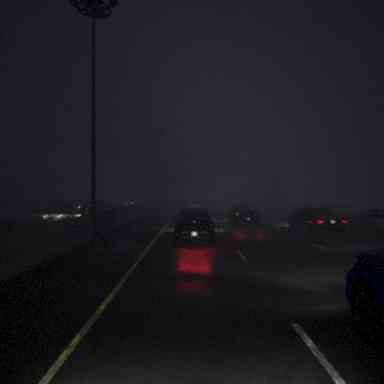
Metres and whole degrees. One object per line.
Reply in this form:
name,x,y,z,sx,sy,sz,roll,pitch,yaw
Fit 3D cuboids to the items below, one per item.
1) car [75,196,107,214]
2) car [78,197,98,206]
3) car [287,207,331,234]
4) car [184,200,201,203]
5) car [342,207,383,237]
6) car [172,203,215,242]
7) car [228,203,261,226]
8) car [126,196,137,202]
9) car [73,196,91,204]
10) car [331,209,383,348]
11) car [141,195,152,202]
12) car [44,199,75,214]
car,-10.592,1.514,35.950,1.837,1.490,4.892,0,0,0
car,-17.523,1.538,56.107,1.812,1.442,4.674,0,0,1
car,7.099,1.551,19.282,2.033,1.411,5.357,0,0,0
car,0.099,1.533,35.728,1.812,1.442,4.674,0,0,0
car,10.600,1.605,19.083,1.895,1.301,4.718,0,0,0
car,0.099,1.508,16.416,1.837,1.490,4.892,0,0,0
car,3.612,1.531,23.423,1.812,1.442,4.674,0,0,0
car,-13.992,1.529,76.896,1.895,1.301,4.718,0,0,0
car,-21.006,1.492,63.607,1.882,1.535,5.008,0,0,0
car,3.600,1.222,3.142,2.150,2.045,5.566,0,0,0
car,-10.492,1.460,76.887,2.128,1.511,4.902,0,0,0
car,-14.089,1.533,35.520,1.812,1.442,4.674,0,0,0
